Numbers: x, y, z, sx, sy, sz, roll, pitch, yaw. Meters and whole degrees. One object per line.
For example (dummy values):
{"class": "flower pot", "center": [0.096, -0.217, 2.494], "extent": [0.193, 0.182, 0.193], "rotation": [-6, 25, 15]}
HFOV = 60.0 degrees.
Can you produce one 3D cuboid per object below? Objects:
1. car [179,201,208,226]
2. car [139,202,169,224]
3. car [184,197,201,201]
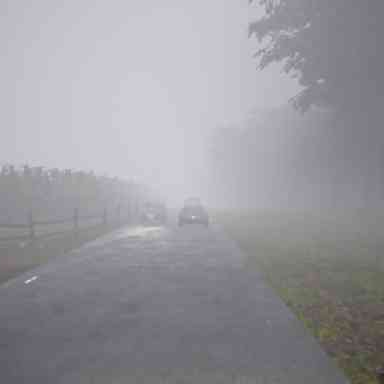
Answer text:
{"class": "car", "center": [0.094, 1.582, 23.261], "extent": [1.994, 1.385, 4.181], "rotation": [0, 0, 0]}
{"class": "car", "center": [-2.819, 1.515, 25.243], "extent": [2.128, 1.511, 4.902], "rotation": [0, 0, 0]}
{"class": "car", "center": [0.089, 1.416, 39.891], "extent": [2.097, 1.767, 4.553], "rotation": [0, 0, 0]}
